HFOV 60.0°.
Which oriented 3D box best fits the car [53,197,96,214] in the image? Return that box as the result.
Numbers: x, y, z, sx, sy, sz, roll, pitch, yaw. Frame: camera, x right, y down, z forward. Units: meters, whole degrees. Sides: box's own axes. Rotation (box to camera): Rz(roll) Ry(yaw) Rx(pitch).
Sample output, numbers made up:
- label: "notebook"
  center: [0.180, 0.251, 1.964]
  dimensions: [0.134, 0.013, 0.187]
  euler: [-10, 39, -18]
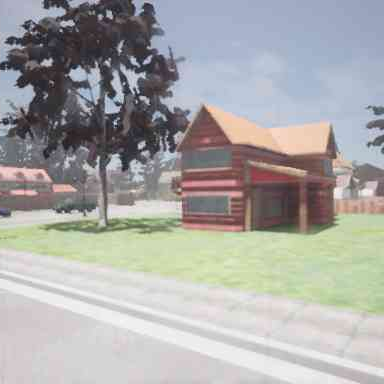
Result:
- label: "car"
  center: [-15.225, 1.697, 43.322]
  dimensions: [2.150, 2.045, 5.566]
  euler: [-1, -1, 35]

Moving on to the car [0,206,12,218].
- label: "car"
  center: [-21.128, 2.037, 34.672]
  dimensions: [1.994, 1.385, 4.181]
  euler: [-1, 0, 34]
